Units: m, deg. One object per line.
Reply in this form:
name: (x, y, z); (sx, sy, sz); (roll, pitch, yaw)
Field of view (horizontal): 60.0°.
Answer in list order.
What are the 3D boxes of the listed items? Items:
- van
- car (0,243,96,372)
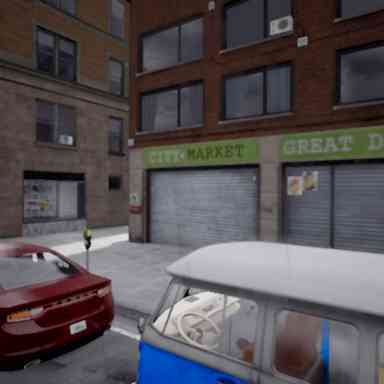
van: (1.395, 1.341, 2.080); (3.998, 1.788, 1.690); (0, 0, 36)
car: (-3.206, 1.505, 5.380); (4.507, 1.381, 1.887); (1, 0, 36)
